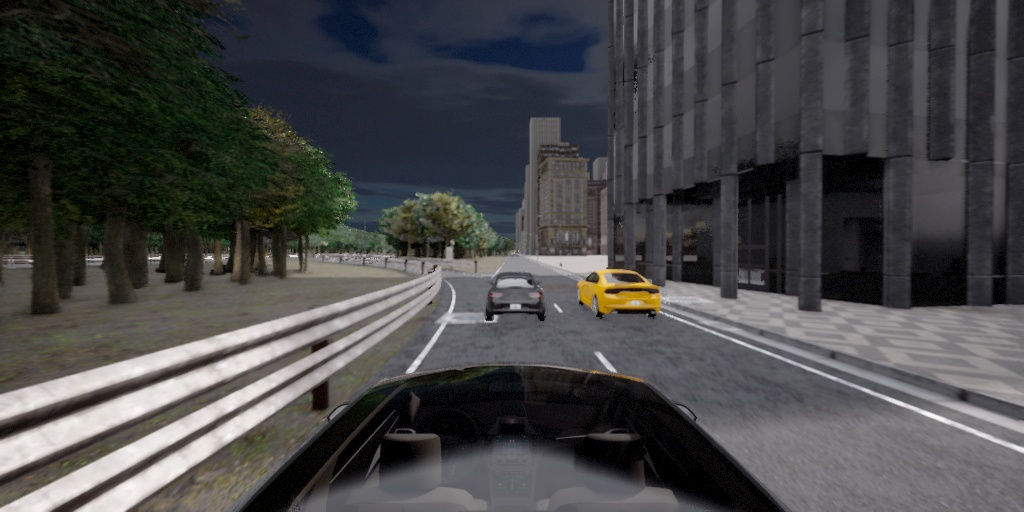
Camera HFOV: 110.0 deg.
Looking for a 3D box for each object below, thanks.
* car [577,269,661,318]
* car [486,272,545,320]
[{"bbox_3d":[3.605,1.217,12.949,1.882,1.535,5.008,0,0,0],"label":"car"},{"bbox_3d":[0.103,1.267,12.434,1.812,1.442,4.674,0,0,0],"label":"car"}]
